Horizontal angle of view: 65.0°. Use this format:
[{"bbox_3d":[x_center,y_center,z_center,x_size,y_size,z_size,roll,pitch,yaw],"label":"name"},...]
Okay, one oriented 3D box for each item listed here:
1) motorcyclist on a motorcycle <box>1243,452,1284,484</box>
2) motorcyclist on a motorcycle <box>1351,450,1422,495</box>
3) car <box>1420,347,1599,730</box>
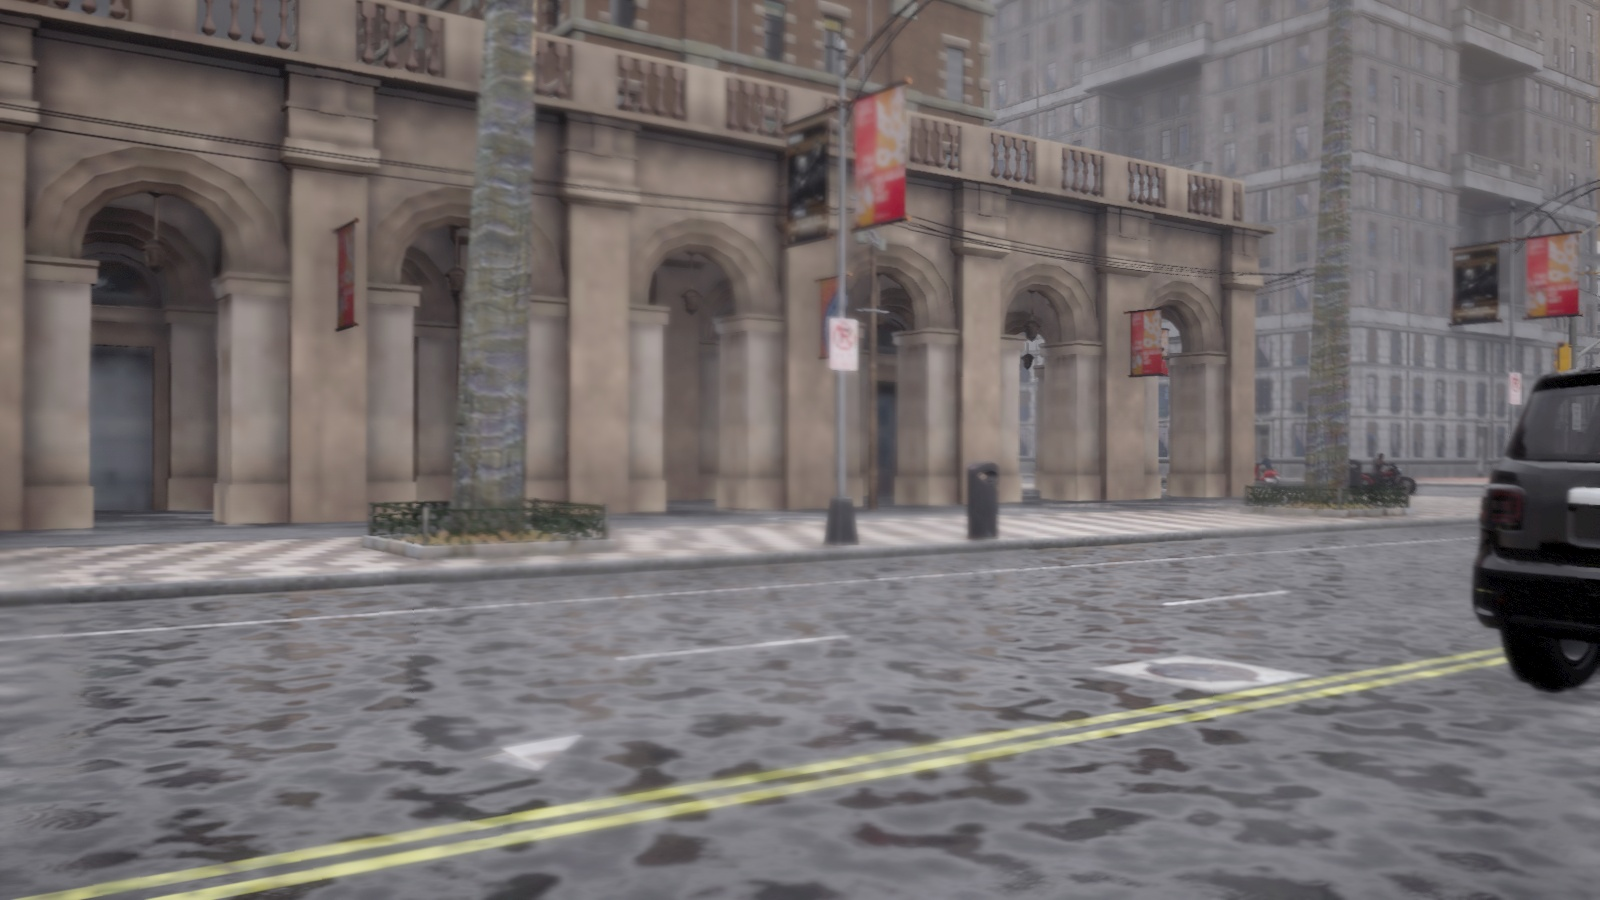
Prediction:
[{"bbox_3d":[23.705,0.896,64.225,0.866,1.590,1.817,0,0,-35],"label":"motorcyclist on a motorcycle"},{"bbox_3d":[22.349,0.841,47.896,0.766,1.649,2.350,0,0,-35],"label":"motorcyclist on a motorcycle"},{"bbox_3d":[6.610,0.470,8.222,5.566,2.045,2.150,0,0,-35],"label":"car"}]
